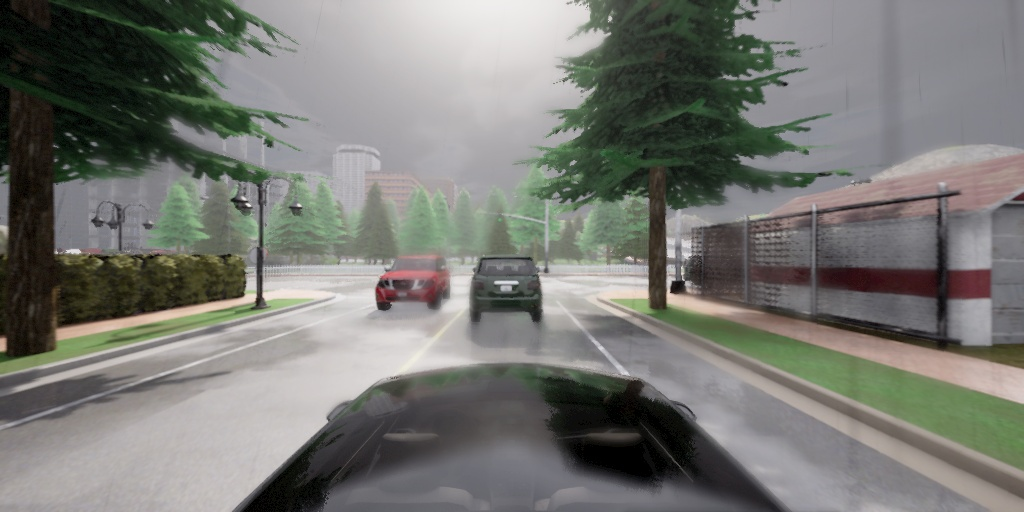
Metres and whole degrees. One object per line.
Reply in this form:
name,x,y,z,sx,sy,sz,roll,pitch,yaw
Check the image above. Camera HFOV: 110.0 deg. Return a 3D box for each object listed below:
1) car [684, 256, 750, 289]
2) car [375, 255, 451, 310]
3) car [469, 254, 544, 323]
car,14.095,0.997,23.044,5.566,2.045,2.150,0,0,1
car,-3.872,0.967,14.994,2.150,2.045,5.566,0,0,-3
car,-0.175,0.968,12.302,2.150,2.045,5.566,0,0,0
